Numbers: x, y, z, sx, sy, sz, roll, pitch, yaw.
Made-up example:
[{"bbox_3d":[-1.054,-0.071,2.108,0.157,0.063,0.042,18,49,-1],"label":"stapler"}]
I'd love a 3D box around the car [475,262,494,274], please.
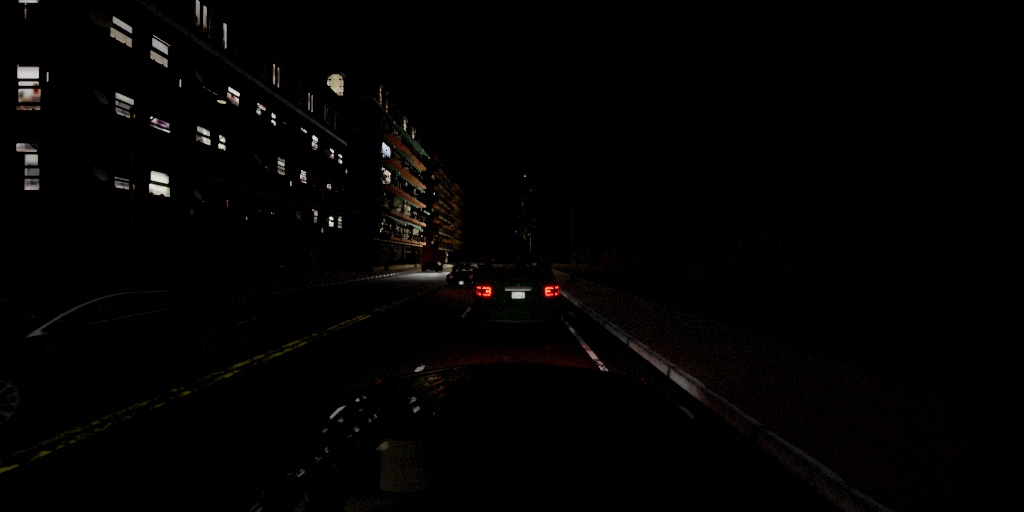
[{"bbox_3d":[-3.148,1.354,42.407,1.895,1.301,4.718,0,0,0],"label":"car"}]

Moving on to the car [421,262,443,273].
[{"bbox_3d":[-9.850,1.354,44.414,1.895,1.301,4.718,0,0,0],"label":"car"}]

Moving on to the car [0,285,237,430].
[{"bbox_3d":[-6.603,1.242,5.335,2.128,1.511,4.902,0,0,0],"label":"car"}]

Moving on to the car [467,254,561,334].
[{"bbox_3d":[0.101,0.973,10.732,2.150,2.045,5.566,0,0,-1],"label":"car"}]

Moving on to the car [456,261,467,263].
[{"bbox_3d":[-6.599,1.354,46.445,1.895,1.301,4.718,0,0,0],"label":"car"}]

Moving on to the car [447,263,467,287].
[{"bbox_3d":[-3.151,1.354,24.560,1.895,1.301,4.718,0,0,0],"label":"car"}]
